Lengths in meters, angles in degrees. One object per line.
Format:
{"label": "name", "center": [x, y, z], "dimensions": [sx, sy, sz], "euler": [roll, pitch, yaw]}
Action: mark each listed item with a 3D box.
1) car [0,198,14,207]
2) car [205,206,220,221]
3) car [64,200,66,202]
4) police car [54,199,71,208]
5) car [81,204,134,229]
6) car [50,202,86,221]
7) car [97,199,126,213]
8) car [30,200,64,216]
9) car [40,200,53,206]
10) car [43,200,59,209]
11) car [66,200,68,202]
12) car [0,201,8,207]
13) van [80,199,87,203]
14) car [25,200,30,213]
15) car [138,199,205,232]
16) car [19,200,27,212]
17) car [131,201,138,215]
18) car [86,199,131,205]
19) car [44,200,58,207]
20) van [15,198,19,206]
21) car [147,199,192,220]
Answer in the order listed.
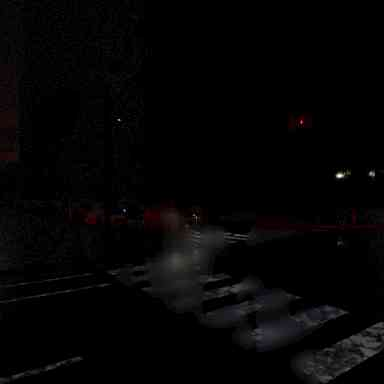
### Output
{"label": "car", "center": [-41.295, 2.667, 73.656], "dimensions": [1.887, 1.381, 4.507], "euler": [-1, 0, -35]}
{"label": "car", "center": [0.561, 1.829, 29.427], "dimensions": [1.887, 1.381, 4.507], "euler": [-1, 0, -35]}
{"label": "car", "center": [-21.156, 2.199, 50.049], "dimensions": [2.128, 1.511, 4.902], "euler": [0, -1, -35]}
{"label": "police car", "center": [-25.465, 2.308, 65.416], "dimensions": [1.930, 1.638, 5.238], "euler": [0, -1, -35]}
{"label": "car", "center": [-6.300, 1.844, 24.361], "dimensions": [1.752, 1.417, 4.829], "euler": [-1, 0, -35]}
{"label": "car", "center": [-12.055, 2.004, 32.467], "dimensions": [2.008, 1.369, 4.403], "euler": [-1, 0, -35]}
{"label": "car", "center": [-11.204, 1.876, 46.033], "dimensions": [2.192, 1.841, 5.009], "euler": [-1, 0, -35]}
{"label": "car", "center": [-17.717, 1.901, 40.436], "dimensions": [2.192, 1.841, 5.009], "euler": [-1, 0, -35]}
{"label": "car", "center": [-34.748, 2.661, 79.162], "dimensions": [1.947, 1.339, 4.313], "euler": [-1, 0, -35]}
{"label": "car", "center": [-26.892, 2.388, 63.511], "dimensions": [1.837, 1.490, 4.892], "euler": [0, -1, -35]}
{"label": "car", "center": [-21.139, 2.315, 55.399], "dimensions": [1.994, 1.385, 4.181], "euler": [0, -1, -35]}
{"label": "car", "center": [-44.407, 2.771, 78.040], "dimensions": [1.802, 1.307, 4.206], "euler": [-1, 0, -35]}
{"label": "van", "center": [-17.083, 2.038, 54.336], "dimensions": [1.690, 1.788, 3.998], "euler": [-1, 0, -35]}
{"label": "car", "center": [-20.540, 2.196, 44.420], "dimensions": [1.887, 1.381, 4.507], "euler": [-1, 0, -35]}
{"label": "car", "center": [-1.503, 1.597, 22.156], "dimensions": [2.097, 1.767, 4.553], "euler": [0, -1, -34]}
{"label": "car", "center": [-23.370, 2.157, 48.403], "dimensions": [1.967, 1.590, 4.097], "euler": [-1, 0, -35]}
{"label": "car", "center": [-5.318, 2.005, 37.730], "dimensions": [1.802, 1.307, 4.206], "euler": [-1, 0, -35]}
{"label": "car", "center": [-7.877, 1.748, 31.203], "dimensions": [2.097, 1.767, 4.553], "euler": [0, -1, -35]}
{"label": "car", "center": [-31.736, 2.595, 74.919], "dimensions": [1.947, 1.339, 4.313], "euler": [-1, 0, -35]}
{"label": "van", "center": [-26.201, 2.123, 52.387], "dimensions": [1.690, 1.788, 3.998], "euler": [-1, 0, -35]}
{"label": "car", "center": [-2.384, 1.669, 33.579], "dimensions": [2.192, 1.841, 5.009], "euler": [-1, 0, -35]}
